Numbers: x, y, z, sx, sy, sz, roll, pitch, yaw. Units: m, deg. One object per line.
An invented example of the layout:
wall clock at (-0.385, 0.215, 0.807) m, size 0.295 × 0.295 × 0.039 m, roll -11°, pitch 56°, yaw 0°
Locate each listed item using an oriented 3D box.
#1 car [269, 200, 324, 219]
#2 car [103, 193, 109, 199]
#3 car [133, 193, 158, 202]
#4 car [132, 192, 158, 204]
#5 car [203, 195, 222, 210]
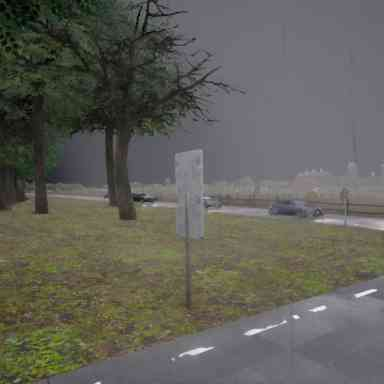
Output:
car at (8.072, 1.303, 26.064) m, size 1.994 × 1.385 × 4.181 m, roll -1°, pitch 2°, yaw -36°
car at (-15.482, 0.639, 63.716) m, size 1.994 × 1.385 × 4.181 m, roll -1°, pitch 1°, yaw -36°
car at (-7.336, 0.850, 52.412) m, size 1.895 × 1.301 × 4.718 m, roll -1°, pitch 1°, yaw -36°
car at (-7.015, 0.832, 46.989) m, size 1.882 × 1.535 × 5.008 m, roll -1°, pitch 1°, yaw -36°
car at (1.180, 1.077, 35.601) m, size 1.812 × 1.442 × 4.674 m, roll -1°, pitch 1°, yaw -36°
